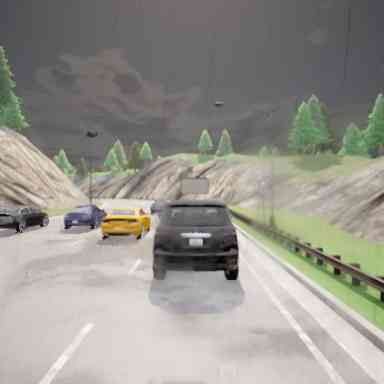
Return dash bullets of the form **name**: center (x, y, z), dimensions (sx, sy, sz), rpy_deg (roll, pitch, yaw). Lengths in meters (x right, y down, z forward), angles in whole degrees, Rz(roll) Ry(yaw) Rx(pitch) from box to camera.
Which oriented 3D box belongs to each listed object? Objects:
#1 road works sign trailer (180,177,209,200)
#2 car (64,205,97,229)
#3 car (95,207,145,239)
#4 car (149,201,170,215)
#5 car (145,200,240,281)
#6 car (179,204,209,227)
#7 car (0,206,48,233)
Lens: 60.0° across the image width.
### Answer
- **road works sign trailer**: center (0.227, 0.565, 27.737), dimensions (2.380, 3.560, 2.880), rpy_deg (0, 0, 0)
- **car**: center (-6.906, 1.604, 21.947), dimensions (1.812, 1.442, 4.674), rpy_deg (0, 0, 0)
- **car**: center (-3.392, 1.542, 17.828), dimensions (1.882, 1.535, 5.008), rpy_deg (0, 0, 0)
- **car**: center (-3.498, 1.696, 36.606), dimensions (1.994, 1.385, 4.181), rpy_deg (0, 0, -1)
- **car**: center (0.103, 1.255, 10.164), dimensions (2.150, 2.045, 5.566), rpy_deg (0, -1, 0)
- **car**: center (0.134, 1.646, 24.237), dimensions (1.994, 1.385, 4.181), rpy_deg (0, 0, 0)
- **car**: center (-10.391, 1.563, 20.019), dimensions (2.128, 1.511, 4.902), rpy_deg (0, 0, 0)
